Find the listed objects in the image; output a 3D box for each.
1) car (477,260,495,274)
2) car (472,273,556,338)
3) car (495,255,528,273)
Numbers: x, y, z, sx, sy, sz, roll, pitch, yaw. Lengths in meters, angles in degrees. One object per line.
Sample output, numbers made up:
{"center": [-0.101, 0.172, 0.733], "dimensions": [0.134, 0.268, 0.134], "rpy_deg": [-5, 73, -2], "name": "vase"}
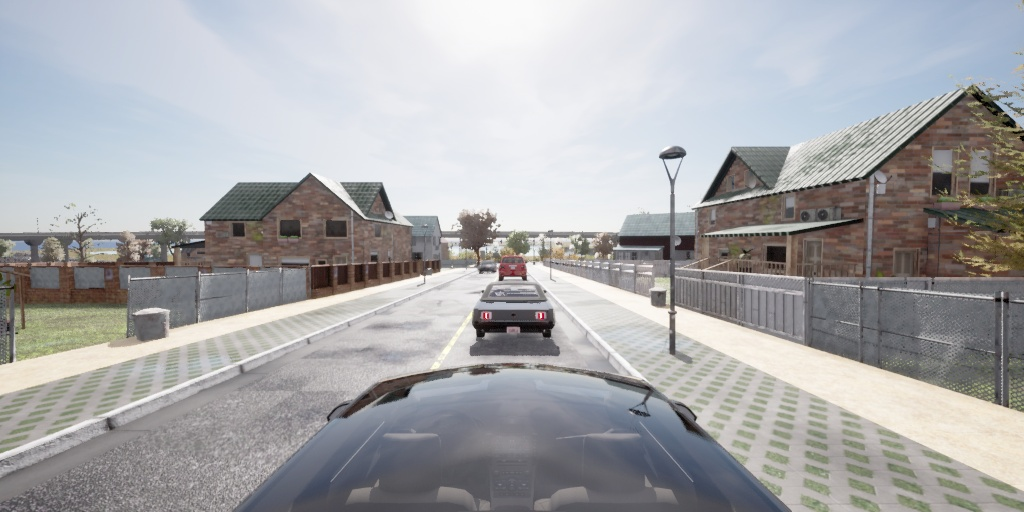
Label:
{"center": [-2.846, 1.262, 41.696], "dimensions": [1.837, 1.490, 4.892], "rpy_deg": [0, -1, 0], "name": "car"}
{"center": [0.054, 1.347, 10.137], "dimensions": [1.895, 1.301, 4.718], "rpy_deg": [0, 0, 0], "name": "car"}
{"center": [0.066, 0.970, 28.784], "dimensions": [2.150, 2.045, 5.566], "rpy_deg": [0, 0, 0], "name": "car"}
